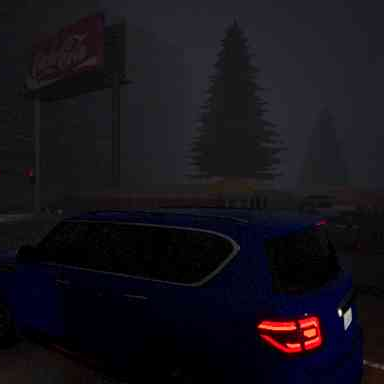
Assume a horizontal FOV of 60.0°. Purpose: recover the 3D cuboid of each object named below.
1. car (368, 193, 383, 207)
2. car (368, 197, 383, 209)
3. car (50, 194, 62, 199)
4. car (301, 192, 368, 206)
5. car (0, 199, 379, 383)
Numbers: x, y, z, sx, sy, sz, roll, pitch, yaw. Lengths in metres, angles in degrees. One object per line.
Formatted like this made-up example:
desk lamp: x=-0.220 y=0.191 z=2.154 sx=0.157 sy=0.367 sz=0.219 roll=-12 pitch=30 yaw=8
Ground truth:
car: x=26.623 y=1.285 z=47.790 sx=3.988 sy=1.617 sz=1.851 roll=0 pitch=0 yaw=35
car: x=11.122 y=1.338 z=24.057 sx=4.193 sy=1.474 sz=1.816 roll=0 pitch=0 yaw=35
car: x=-13.975 y=1.222 z=36.236 sx=2.150 sy=2.045 sz=5.566 roll=0 pitch=0 yaw=35
car: x=9.182 y=1.149 z=22.000 sx=3.866 sy=1.878 sz=1.905 roll=0 pitch=0 yaw=35
car: x=-0.780 y=1.221 z=4.555 sx=5.566 sy=2.045 sz=2.150 roll=0 pitch=0 yaw=36
